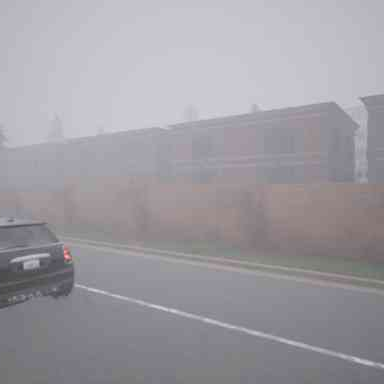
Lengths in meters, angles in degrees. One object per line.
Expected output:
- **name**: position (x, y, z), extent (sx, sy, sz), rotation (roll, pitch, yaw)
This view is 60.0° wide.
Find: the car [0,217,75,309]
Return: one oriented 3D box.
- **car**: position (-4.643, 1.318, 7.223), extent (4.553, 1.767, 2.097), rotation (0, 0, 35)
